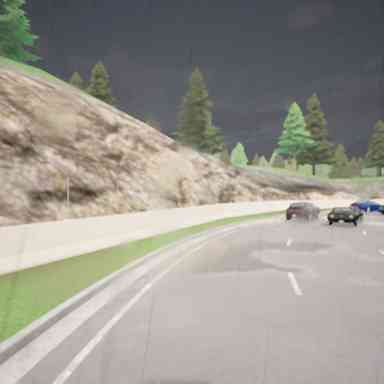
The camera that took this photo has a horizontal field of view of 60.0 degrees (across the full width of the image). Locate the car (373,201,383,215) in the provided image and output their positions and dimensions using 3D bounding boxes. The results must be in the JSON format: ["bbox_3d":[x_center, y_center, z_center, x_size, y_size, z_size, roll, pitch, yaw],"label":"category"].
[{"bbox_3d":[22.047,1.706,35.668,5.357,1.411,2.033,0,0,-36],"label":"car"}]

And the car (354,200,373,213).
[{"bbox_3d":[20.404,1.649,38.927,5.008,1.535,1.882,0,0,-36],"label":"car"}]

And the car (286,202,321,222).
[{"bbox_3d":[9.455,1.624,28.074,1.837,1.490,4.892,-1,-1,35],"label":"car"}]

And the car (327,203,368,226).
[{"bbox_3d":[11.386,1.707,24.434,1.895,1.301,4.718,0,0,33],"label":"car"}]
